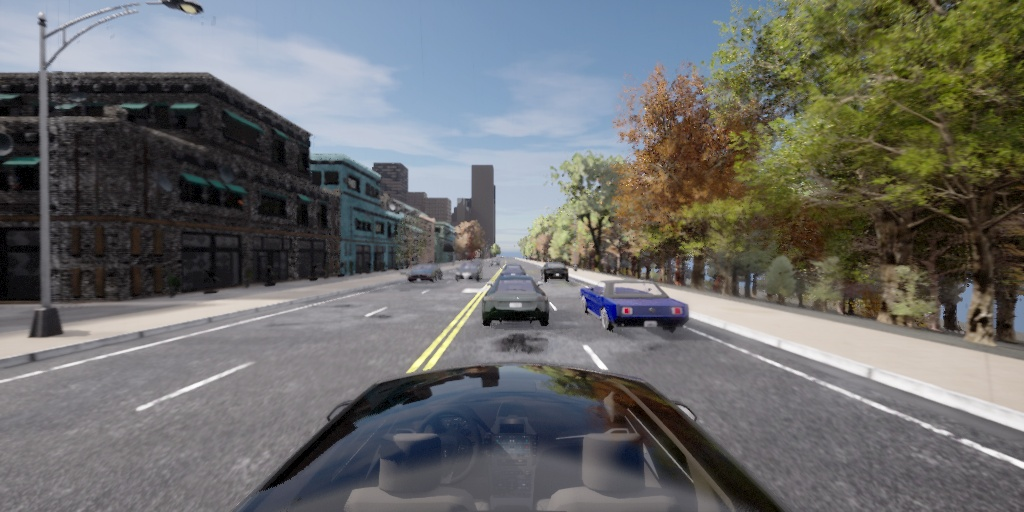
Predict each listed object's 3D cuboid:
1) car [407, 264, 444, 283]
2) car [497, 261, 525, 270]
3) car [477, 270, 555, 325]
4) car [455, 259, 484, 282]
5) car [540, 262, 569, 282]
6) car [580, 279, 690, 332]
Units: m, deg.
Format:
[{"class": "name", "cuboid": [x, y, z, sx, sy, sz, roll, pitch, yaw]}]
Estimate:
[{"class": "car", "cuboid": [-6.590, 1.307, 28.044, 2.033, 1.411, 5.357, 0, 0, 0]}, {"class": "car", "cuboid": [0.108, 1.323, 28.137, 1.994, 1.385, 4.181, 0, 0, 0]}, {"class": "car", "cuboid": [0.102, 1.318, 11.861, 1.994, 1.385, 4.181, 0, 0, 0]}, {"class": "car", "cuboid": [-3.341, 1.252, 28.705, 2.128, 1.511, 4.902, 0, 0, 0]}, {"class": "car", "cuboid": [3.357, 1.237, 28.971, 1.882, 1.535, 5.008, 0, 0, 0]}, {"class": "car", "cuboid": [3.353, 1.354, 10.874, 1.895, 1.301, 4.718, 0, 0, 0]}]
